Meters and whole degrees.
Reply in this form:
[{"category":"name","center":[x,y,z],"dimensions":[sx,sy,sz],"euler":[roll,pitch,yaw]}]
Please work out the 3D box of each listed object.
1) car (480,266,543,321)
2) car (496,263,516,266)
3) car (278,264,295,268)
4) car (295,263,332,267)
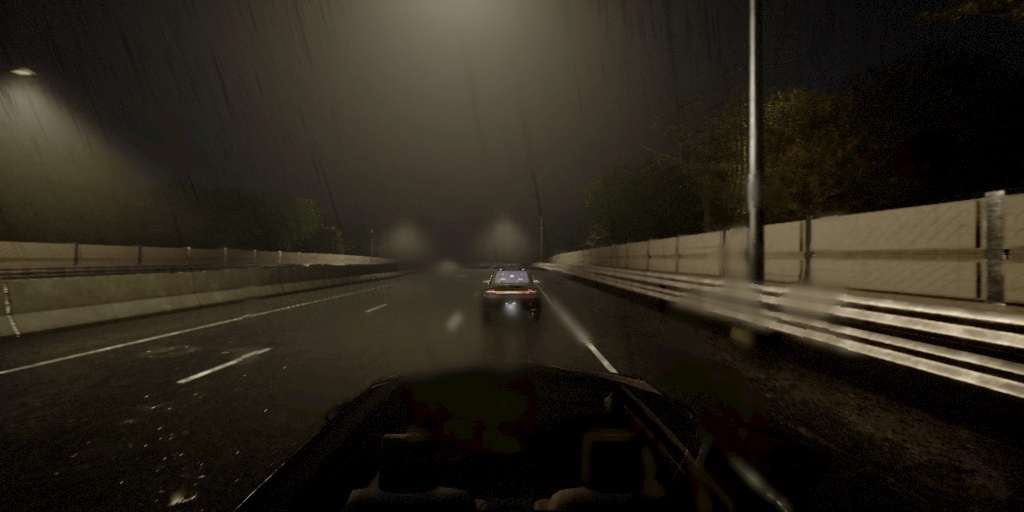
[{"category":"car","center":[0.001,1.262,12.565],"dimensions":[2.128,1.511,4.902],"euler":[0,0,0]},{"category":"car","center":[0.001,1.428,27.289],"dimensions":[1.994,1.385,4.181],"euler":[0,-1,0]},{"category":"car","center":[-24.500,1.555,39.835],"dimensions":[2.033,1.411,5.357],"euler":[0,-1,0]},{"category":"car","center":[-21.005,1.477,39.160],"dimensions":[1.882,1.535,5.008],"euler":[0,-1,0]}]
